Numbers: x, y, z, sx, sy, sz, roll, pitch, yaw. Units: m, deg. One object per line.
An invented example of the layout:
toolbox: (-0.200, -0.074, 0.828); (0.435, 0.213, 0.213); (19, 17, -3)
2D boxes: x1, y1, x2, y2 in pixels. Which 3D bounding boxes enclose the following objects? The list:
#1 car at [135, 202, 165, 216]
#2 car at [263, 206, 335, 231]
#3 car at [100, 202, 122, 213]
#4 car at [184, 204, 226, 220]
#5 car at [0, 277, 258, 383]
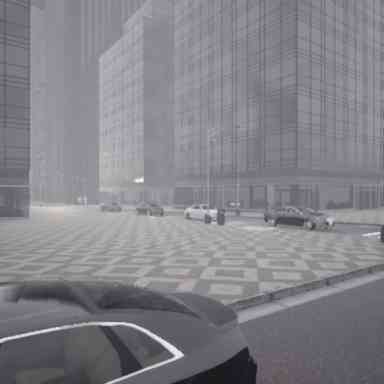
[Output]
car: (-4.948, 1.984, 38.395); (1.837, 1.490, 4.892); (0, -1, -36)
car: (6.926, 1.660, 22.005); (2.128, 1.511, 4.902); (0, -1, -35)
car: (-11.677, 2.163, 47.759); (1.837, 1.490, 4.892); (0, -1, -36)
car: (1.092, 1.847, 30.059); (1.812, 1.442, 4.674); (0, -1, -36)
car: (-1.701, 1.505, 2.164); (4.892, 1.490, 1.837); (0, 0, -36)
